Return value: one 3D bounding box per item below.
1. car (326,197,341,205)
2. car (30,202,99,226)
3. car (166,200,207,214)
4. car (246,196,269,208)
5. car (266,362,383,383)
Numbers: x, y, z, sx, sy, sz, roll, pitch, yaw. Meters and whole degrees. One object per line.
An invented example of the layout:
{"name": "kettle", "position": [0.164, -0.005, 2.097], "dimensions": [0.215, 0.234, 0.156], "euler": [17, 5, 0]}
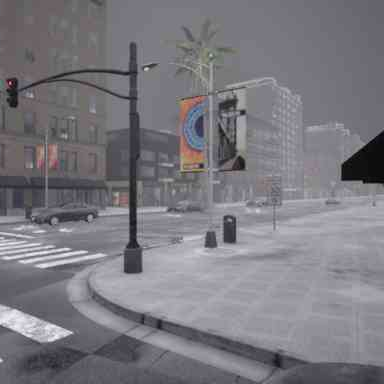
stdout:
{"name": "car", "position": [26.365, 1.706, 62.065], "dimensions": [1.994, 1.385, 4.181], "euler": [0, 0, 35]}
{"name": "car", "position": [-8.921, 1.513, 23.565], "dimensions": [1.837, 1.490, 4.892], "euler": [0, 0, 35]}
{"name": "car", "position": [-0.437, 1.583, 35.617], "dimensions": [2.033, 1.411, 5.357], "euler": [0, 0, 35]}
{"name": "car", "position": [9.913, 1.428, 50.199], "dimensions": [2.097, 1.767, 4.553], "euler": [0, 0, 36]}
{"name": "car", "position": [2.203, 1.551, 1.279], "dimensions": [4.403, 1.369, 2.008], "euler": [0, 0, 35]}
